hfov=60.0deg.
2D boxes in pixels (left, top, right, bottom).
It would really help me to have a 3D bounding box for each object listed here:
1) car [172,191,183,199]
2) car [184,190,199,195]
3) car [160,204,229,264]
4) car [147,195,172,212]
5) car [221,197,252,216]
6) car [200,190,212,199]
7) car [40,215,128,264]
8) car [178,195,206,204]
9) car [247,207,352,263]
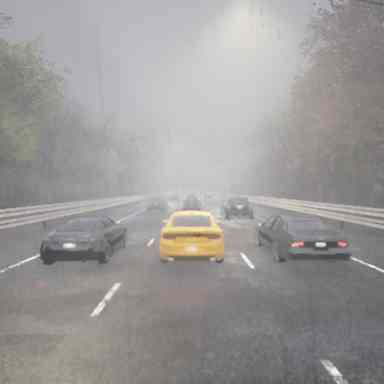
[{"bbox_3d":[-3.515,1.015,68.574,2.033,1.411,5.357,0,0,0],"label":"car"},{"bbox_3d":[-0.015,0.972,64.791,1.882,1.535,5.008,0,0,0],"label":"car"},{"bbox_3d":[-0.007,1.394,11.549,1.882,1.535,5.008,0,0,0],"label":"car"},{"bbox_3d":[-3.509,1.294,34.592,2.033,1.411,5.357,0,0,0],"label":"car"},{"bbox_3d":[3.490,1.150,26.500,2.097,1.767,4.553,0,0,0],"label":"car"},{"bbox_3d":[3.485,0.943,74.835,2.033,1.411,5.357,0,0,0],"label":"car"},{"bbox_3d":[-3.507,1.486,11.500,1.994,1.385,4.181,0,0,0],"label":"car"},{"bbox_3d":[-0.011,1.304,32.592,2.033,1.411,5.357,0,0,0],"label":"car"},{"bbox_3d":[3.492,1.458,11.526,2.033,1.411,5.357,0,0,0],"label":"car"}]
